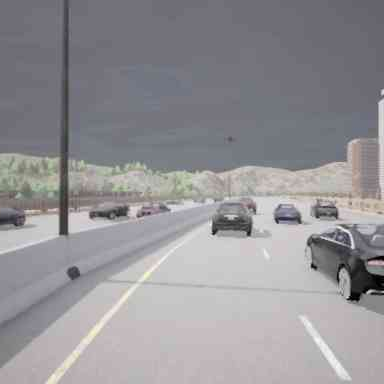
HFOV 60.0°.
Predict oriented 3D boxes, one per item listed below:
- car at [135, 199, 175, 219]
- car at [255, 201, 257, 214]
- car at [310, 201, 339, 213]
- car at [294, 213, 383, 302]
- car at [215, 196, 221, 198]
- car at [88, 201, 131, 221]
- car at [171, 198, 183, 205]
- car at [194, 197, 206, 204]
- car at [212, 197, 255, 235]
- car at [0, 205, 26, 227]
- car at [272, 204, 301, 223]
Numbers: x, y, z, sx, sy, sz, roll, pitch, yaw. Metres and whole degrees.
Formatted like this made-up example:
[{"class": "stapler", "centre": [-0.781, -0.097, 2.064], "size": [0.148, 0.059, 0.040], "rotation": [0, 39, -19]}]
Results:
[{"class": "car", "centre": [-3.193, 1.587, 27.882], "size": [1.994, 1.385, 4.181], "rotation": [0, 0, 12]}, {"class": "car", "centre": [6.025, 1.436, 36.711], "size": [2.097, 1.767, 4.553], "rotation": [0, 0, 12]}, {"class": "car", "centre": [11.682, 1.575, 29.591], "size": [2.128, 1.511, 4.902], "rotation": [0, 0, 12]}, {"class": "car", "centre": [4.197, 1.510, 8.218], "size": [2.128, 1.511, 4.902], "rotation": [0, 0, 5]}, {"class": "car", "centre": [5.519, 1.605, 68.729], "size": [2.033, 1.411, 5.357], "rotation": [0, 0, 12]}, {"class": "car", "centre": [-6.789, 1.487, 27.793], "size": [1.882, 1.535, 5.008], "rotation": [0, 0, 12]}, {"class": "car", "centre": [-3.181, 1.751, 61.503], "size": [1.895, 1.301, 4.718], "rotation": [0, 0, 12]}, {"class": "car", "centre": [1.672, 1.727, 67.467], "size": [2.128, 1.511, 4.902], "rotation": [0, 0, 12]}, {"class": "car", "centre": [2.405, 1.377, 19.111], "size": [2.097, 1.767, 4.553], "rotation": [0, 0, 11]}, {"class": "car", "centre": [-11.962, 1.499, 19.875], "size": [1.812, 1.442, 4.674], "rotation": [0, 0, 11]}, {"class": "car", "centre": [7.373, 1.623, 26.056], "size": [1.994, 1.385, 4.181], "rotation": [0, 0, 12]}]
